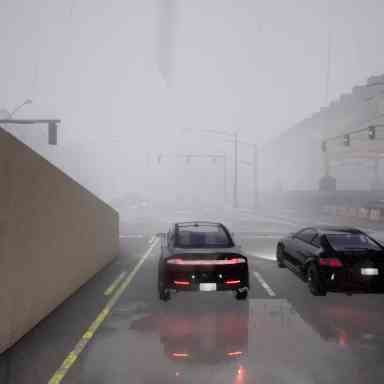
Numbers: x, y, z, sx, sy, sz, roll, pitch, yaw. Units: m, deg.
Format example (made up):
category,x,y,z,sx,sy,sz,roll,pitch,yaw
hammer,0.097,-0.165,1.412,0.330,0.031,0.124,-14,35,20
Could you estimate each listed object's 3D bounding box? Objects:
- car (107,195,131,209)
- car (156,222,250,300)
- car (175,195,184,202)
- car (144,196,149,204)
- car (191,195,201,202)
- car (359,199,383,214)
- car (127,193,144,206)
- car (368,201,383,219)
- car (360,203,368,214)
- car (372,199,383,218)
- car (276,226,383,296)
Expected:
category,x,y,z,sx,sy,sz,roll,pitch,yaw
car,-10.344,1.547,46.022,2.033,1.411,5.357,0,0,2
car,0.137,1.492,8.393,2.128,1.511,4.902,0,0,-4
car,-2.635,1.355,70.063,2.033,1.411,5.357,0,0,1
car,-9.771,1.564,65.926,1.994,1.385,4.181,0,0,2
car,0.864,1.355,69.974,2.033,1.411,5.357,0,0,1
car,17.590,1.295,31.464,4.536,1.218,1.853,0,0,-45
car,-10.083,1.221,55.953,2.150,2.045,5.566,0,0,2
car,17.446,1.453,26.820,2.038,1.542,4.974,0,0,-35
car,17.553,1.453,31.427,4.974,1.542,2.038,0,0,-45
car,17.476,1.295,26.778,1.853,1.218,4.536,0,0,-35
car,3.575,1.564,8.676,1.994,1.385,4.181,0,0,0
